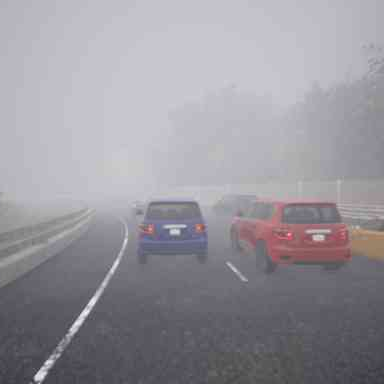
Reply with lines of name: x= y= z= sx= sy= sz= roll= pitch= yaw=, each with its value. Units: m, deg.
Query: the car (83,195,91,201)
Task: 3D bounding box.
car: x=-27.837 y=1.603 z=88.218 sx=2.128 sy=1.511 sz=4.902 roll=0 pitch=0 yaw=-20

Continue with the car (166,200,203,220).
car: x=-0.791 y=1.489 z=29.219 sx=2.128 sy=1.511 sz=4.902 roll=0 pitch=0 yaw=-15

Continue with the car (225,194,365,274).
car: x=2.814 y=1.210 z=10.800 sx=2.150 sy=2.045 sz=5.566 roll=0 pitch=0 yaw=-6

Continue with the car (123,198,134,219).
car: x=-4.592 y=1.502 z=29.736 sx=2.128 sy=1.511 sz=4.902 roll=0 pitch=0 yaw=-16

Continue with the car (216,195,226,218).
car: x=3.523 y=1.205 z=27.125 sx=2.150 sy=2.045 sz=5.566 roll=0 pitch=0 yaw=-17

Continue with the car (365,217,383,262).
car: x=6.355 y=1.455 z=10.181 sx=1.882 sy=1.535 sz=5.008 roll=0 pitch=0 yaw=-6

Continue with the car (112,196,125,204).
car: x=-13.922 y=1.562 z=64.584 sx=1.812 sy=1.442 sz=4.674 roll=0 pitch=0 yaw=-33

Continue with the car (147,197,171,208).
car: x=-4.945 y=1.487 z=49.250 sx=1.882 sy=1.535 sz=5.008 roll=0 pitch=0 yaw=-26

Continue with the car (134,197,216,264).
car: x=-0.829 y=1.222 z=12.085 sx=2.150 sy=2.045 sz=5.566 roll=0 pitch=0 yaw=-7
